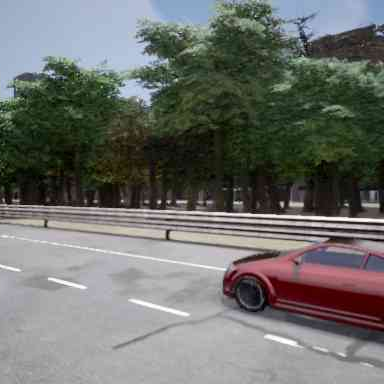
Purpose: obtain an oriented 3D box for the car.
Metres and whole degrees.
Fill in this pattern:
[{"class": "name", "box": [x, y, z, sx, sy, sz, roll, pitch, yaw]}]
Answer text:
[{"class": "car", "box": [2.662, 1.568, 6.268, 4.181, 1.385, 1.994, 0, 0, 36]}]
